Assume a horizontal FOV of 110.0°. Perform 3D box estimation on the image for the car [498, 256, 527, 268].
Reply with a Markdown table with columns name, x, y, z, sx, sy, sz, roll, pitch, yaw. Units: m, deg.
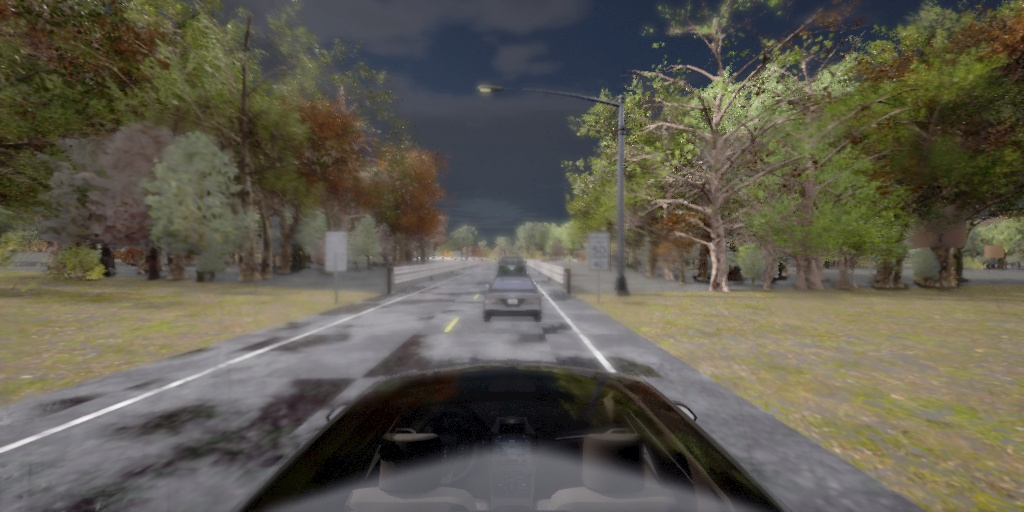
| name | x | y | z | sx | sy | sz | roll | pitch | yaw |
| --- | --- | --- | --- | --- | --- | --- | --- | --- | --- |
| car | 0.031 | 0.994 | 28.496 | 2.150 | 2.045 | 5.566 | 0 | 0 | 1 |

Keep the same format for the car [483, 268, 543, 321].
| name | x | y | z | sx | sy | sz | roll | pitch | yaw |
| --- | --- | --- | --- | --- | --- | --- | --- | --- | --- |
| car | 0.027 | 1.306 | 12.432 | 2.033 | 1.411 | 5.357 | 0 | 0 | 0 |
